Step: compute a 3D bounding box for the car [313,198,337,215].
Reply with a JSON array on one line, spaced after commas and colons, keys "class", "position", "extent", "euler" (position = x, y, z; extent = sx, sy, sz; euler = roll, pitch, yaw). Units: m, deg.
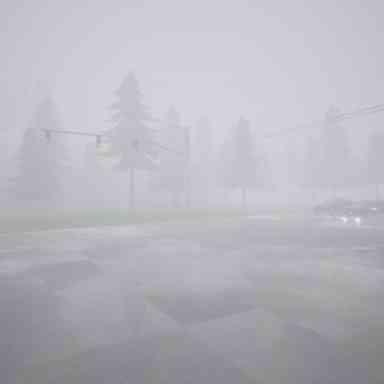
[{"class": "car", "position": [14.026, 1.340, 32.488], "extent": [5.008, 1.535, 1.882], "euler": [-1, 0, -30]}]

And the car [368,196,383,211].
[{"class": "car", "position": [22.094, 1.262, 37.044], "extent": [4.902, 1.511, 2.128], "euler": [-1, 0, -29]}]

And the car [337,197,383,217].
[{"class": "car", "position": [15.627, 1.388, 29.381], "extent": [5.357, 1.411, 2.033], "euler": [-1, 0, -30]}]
